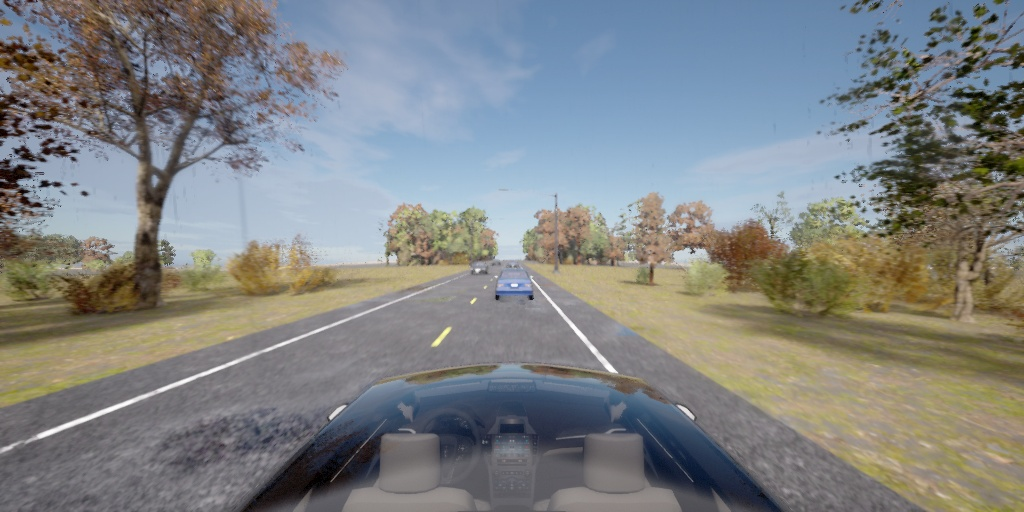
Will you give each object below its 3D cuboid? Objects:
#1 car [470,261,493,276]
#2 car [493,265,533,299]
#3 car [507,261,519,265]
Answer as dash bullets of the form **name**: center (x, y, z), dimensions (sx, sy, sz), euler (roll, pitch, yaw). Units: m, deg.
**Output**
- **car**: center (-3.566, 1.355, 39.913), dimensions (2.128, 1.511, 4.902), euler (0, 0, 0)
- **car**: center (0.106, 1.347, 18.336), dimensions (2.033, 1.411, 5.357), euler (0, 0, 0)
- **car**: center (0.114, 1.435, 48.057), dimensions (2.033, 1.411, 5.357), euler (0, 0, 0)
